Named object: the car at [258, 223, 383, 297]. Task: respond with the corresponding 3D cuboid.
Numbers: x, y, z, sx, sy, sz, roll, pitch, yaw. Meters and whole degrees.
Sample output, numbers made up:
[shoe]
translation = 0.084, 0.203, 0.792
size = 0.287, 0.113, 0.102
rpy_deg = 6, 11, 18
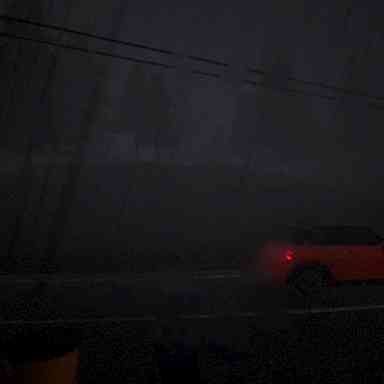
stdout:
[car]
translation = 4.246, 1.630, 9.173
size = 4.553, 1.767, 2.097
rpy_deg = 0, -2, -9
